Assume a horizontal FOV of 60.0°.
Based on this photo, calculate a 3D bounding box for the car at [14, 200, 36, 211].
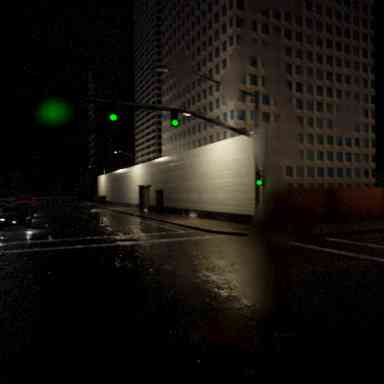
[{"bbox_3d":[-15.732,1.745,30.786,1.994,1.385,4.181,0,0,-25],"label":"car"}]

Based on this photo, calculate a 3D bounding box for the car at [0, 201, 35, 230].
[{"bbox_3d":[-11.971,1.633,22.713,1.837,1.490,4.892,0,0,-25],"label":"car"}]

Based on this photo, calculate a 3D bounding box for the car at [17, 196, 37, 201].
[{"bbox_3d":[-20.201,1.465,40.387,2.150,2.045,5.566,0,0,-25],"label":"car"}]

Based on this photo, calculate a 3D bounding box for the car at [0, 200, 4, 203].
[{"bbox_3d":[-21.831,1.794,35.575,2.033,1.411,5.357,0,0,-25],"label":"car"}]
